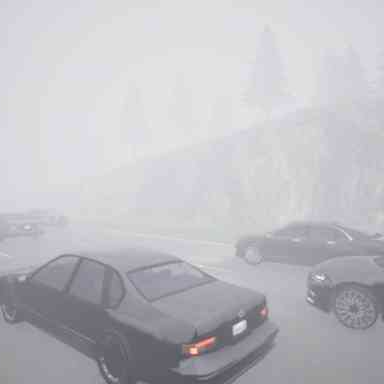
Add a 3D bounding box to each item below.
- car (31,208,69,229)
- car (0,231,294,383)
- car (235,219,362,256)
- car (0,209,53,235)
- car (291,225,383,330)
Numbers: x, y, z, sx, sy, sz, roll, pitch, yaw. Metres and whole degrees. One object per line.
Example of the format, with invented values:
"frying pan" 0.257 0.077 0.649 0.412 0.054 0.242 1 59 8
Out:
"car" -10.516 1.805 22.998 5.357 1.411 2.033 -1 -1 42
"car" -1.367 1.611 5.420 5.357 1.411 2.033 -1 -1 40
"car" 3.654 1.630 10.439 4.892 1.490 1.837 0 0 39
"car" -9.673 1.743 17.500 5.357 1.411 2.033 -1 -1 42
"car" 4.432 1.559 5.411 4.902 1.511 2.128 0 -1 36
